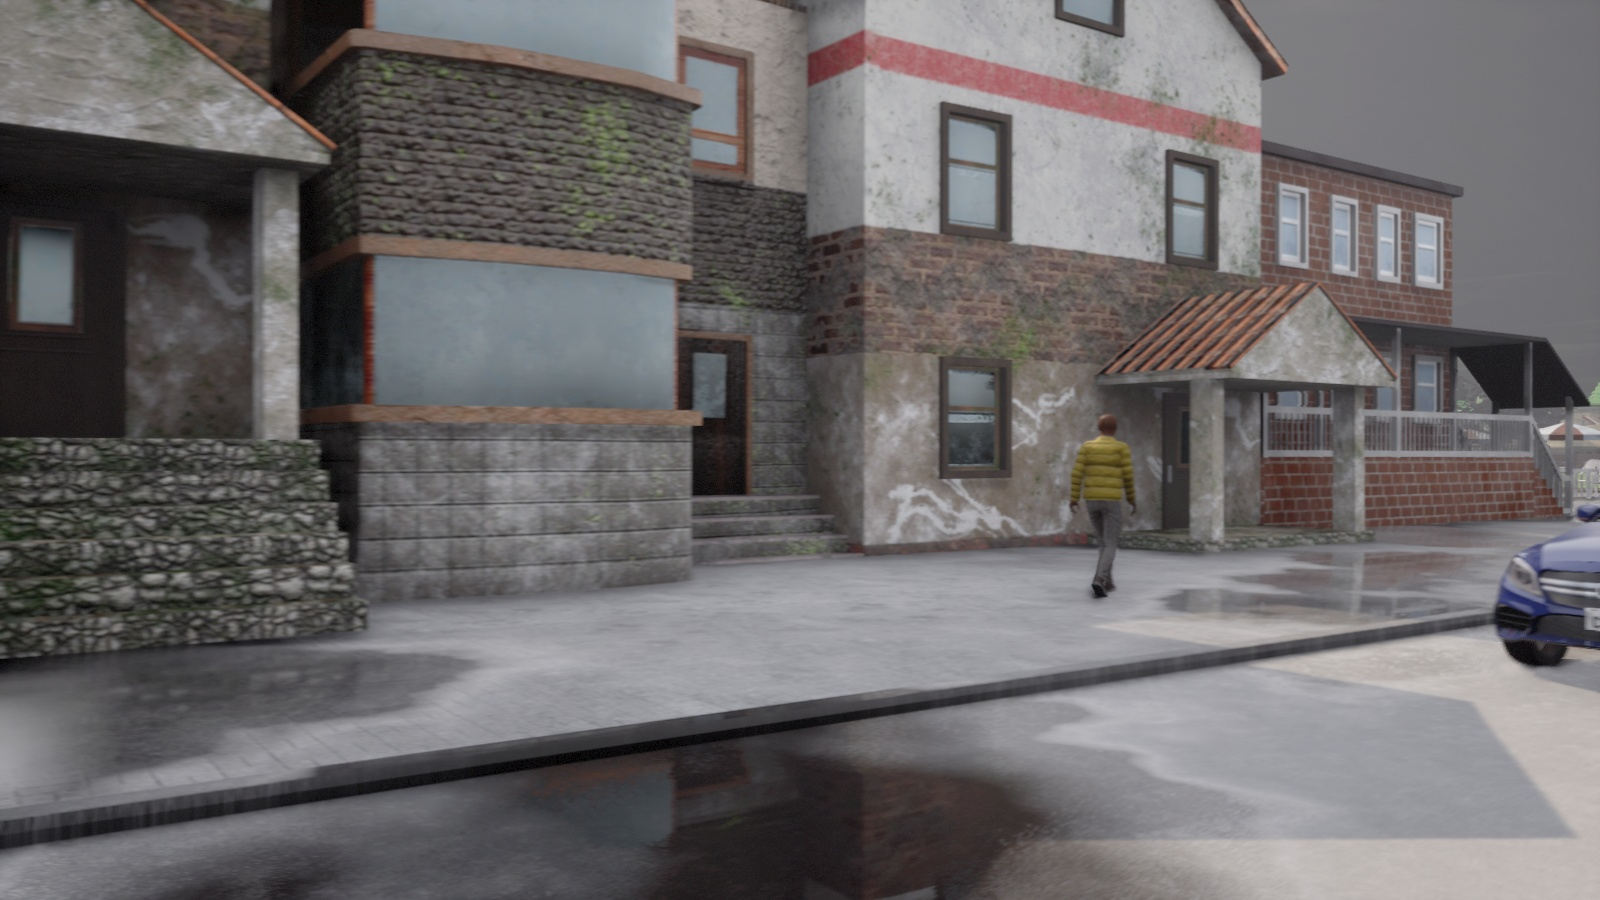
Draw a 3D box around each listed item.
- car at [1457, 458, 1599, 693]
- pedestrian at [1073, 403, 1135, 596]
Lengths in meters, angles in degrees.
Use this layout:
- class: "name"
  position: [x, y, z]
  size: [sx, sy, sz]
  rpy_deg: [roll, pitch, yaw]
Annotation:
- class: "car"
  position: [6.864, 0.778, 9.046]
  size: [4.674, 1.442, 1.812]
  rpy_deg: [0, 0, -35]
- class: "pedestrian"
  position: [2.995, 0.476, 12.344]
  size: [0.370, 1.835, 0.726]
  rpy_deg: [0, 0, 33]
